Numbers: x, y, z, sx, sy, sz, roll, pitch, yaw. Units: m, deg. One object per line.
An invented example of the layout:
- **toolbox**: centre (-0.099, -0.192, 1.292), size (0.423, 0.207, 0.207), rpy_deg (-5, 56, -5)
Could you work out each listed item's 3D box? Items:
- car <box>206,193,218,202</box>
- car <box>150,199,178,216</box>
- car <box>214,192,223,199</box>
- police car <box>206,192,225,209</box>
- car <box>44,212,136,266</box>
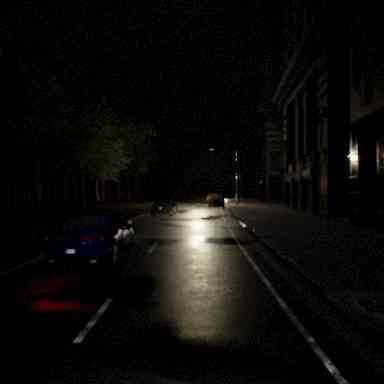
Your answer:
- **car**: centre (3.616, 0.967, 58.838), size (1.882, 1.535, 5.008), rpy_deg (0, 0, 7)
- **car**: centre (-2.425, 1.353, 29.651), size (2.033, 1.411, 5.357), rpy_deg (0, 1, 4)
- **car**: centre (6.217, 0.847, 77.433), size (1.882, 1.535, 5.008), rpy_deg (0, 0, 9)
- **police car**: centre (2.915, 1.094, 39.618), size (1.930, 1.638, 5.238), rpy_deg (0, 1, 5)
- **car**: centre (-3.212, 1.435, 11.443), size (1.882, 1.535, 5.008), rpy_deg (0, 0, 1)
